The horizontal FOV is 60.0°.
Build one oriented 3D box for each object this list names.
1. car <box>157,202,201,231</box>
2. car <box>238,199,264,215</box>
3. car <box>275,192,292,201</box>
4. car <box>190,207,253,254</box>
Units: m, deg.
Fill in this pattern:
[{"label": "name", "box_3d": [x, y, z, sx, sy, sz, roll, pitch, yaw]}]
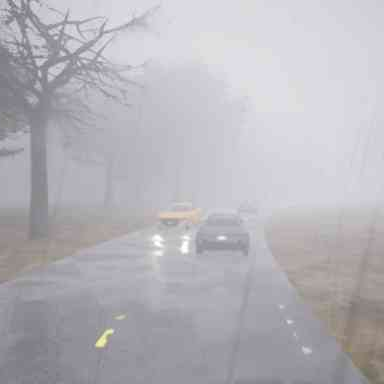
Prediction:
[{"label": "car", "box_3d": [-0.659, 1.408, 20.547, 1.882, 1.535, 5.008, 0, 0, 13]}, {"label": "car", "box_3d": [5.486, 1.347, 30.979, 2.033, 1.411, 5.357, 0, 1, 19]}, {"label": "car", "box_3d": [16.097, 0.818, 58.508, 1.837, 1.490, 4.892, -1, 1, 35]}, {"label": "car", "box_3d": [1.319, 1.541, 13.448, 1.994, 1.385, 4.181, 0, 0, 8]}]
